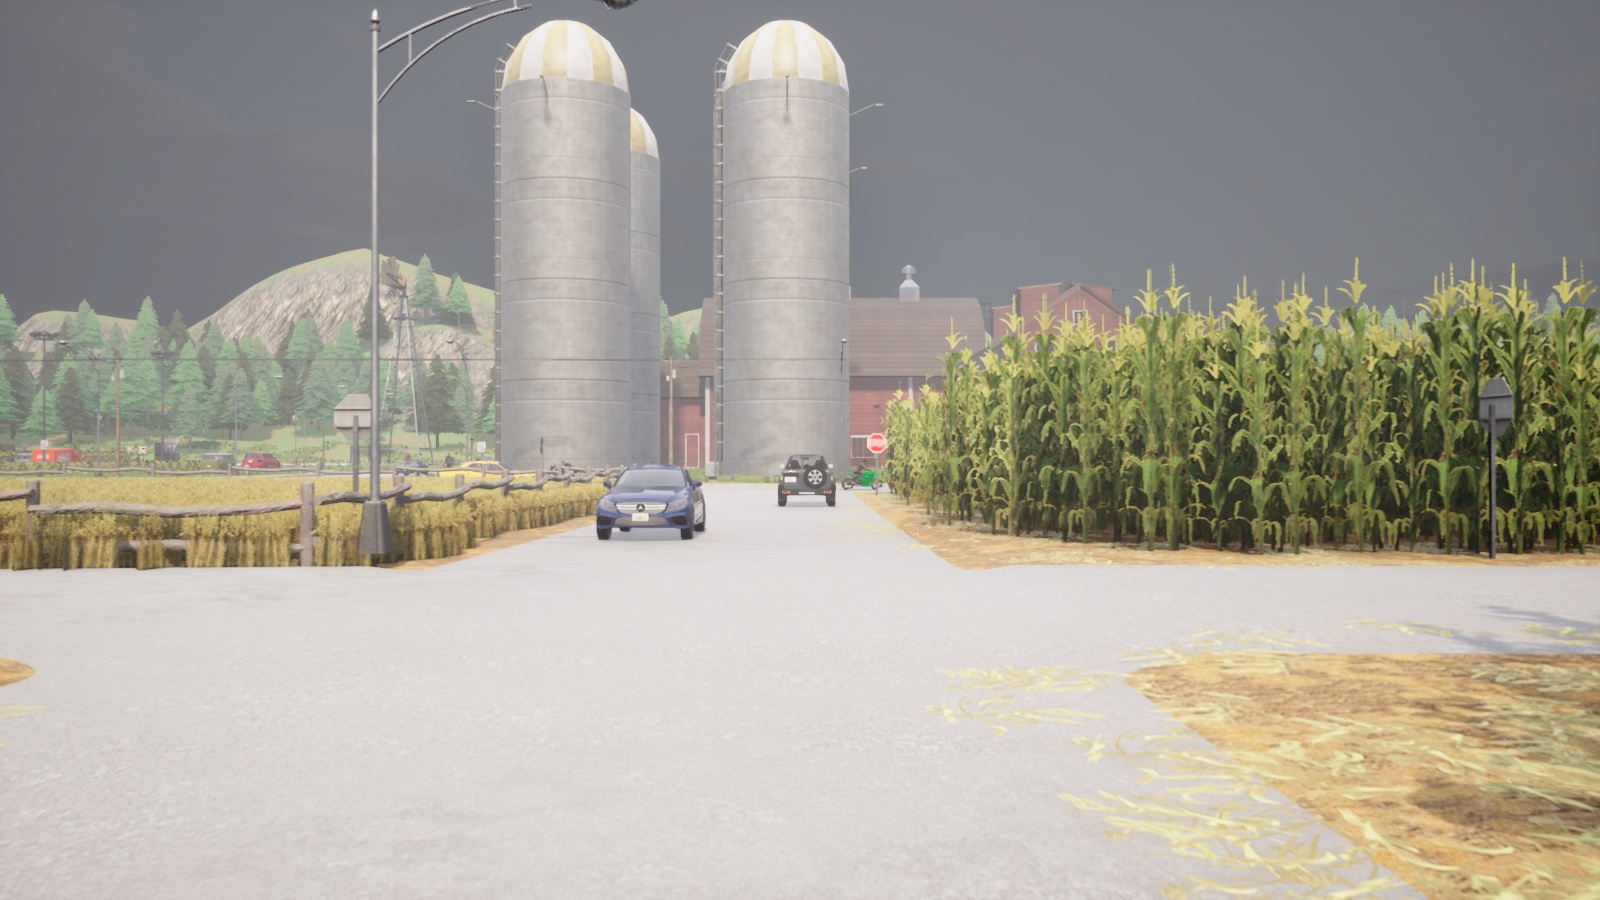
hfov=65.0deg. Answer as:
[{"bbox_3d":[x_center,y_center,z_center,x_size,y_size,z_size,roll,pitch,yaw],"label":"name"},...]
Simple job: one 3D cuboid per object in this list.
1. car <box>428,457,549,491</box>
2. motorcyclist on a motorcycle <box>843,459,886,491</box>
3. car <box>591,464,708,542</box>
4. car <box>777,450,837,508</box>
[{"bbox_3d":[-14.948,1.137,60.377,5.366,1.575,1.801,0,0,0],"label":"car"},{"bbox_3d":[3.083,1.192,60.350,2.044,1.523,0.797,0,0,0],"label":"motorcyclist on a motorcycle"},{"bbox_3d":[-2.958,1.012,25.617,1.812,1.442,4.674,0,-1,0],"label":"car"},{"bbox_3d":[0.227,0.949,42.707,1.932,1.855,4.605,0,0,0],"label":"car"}]
